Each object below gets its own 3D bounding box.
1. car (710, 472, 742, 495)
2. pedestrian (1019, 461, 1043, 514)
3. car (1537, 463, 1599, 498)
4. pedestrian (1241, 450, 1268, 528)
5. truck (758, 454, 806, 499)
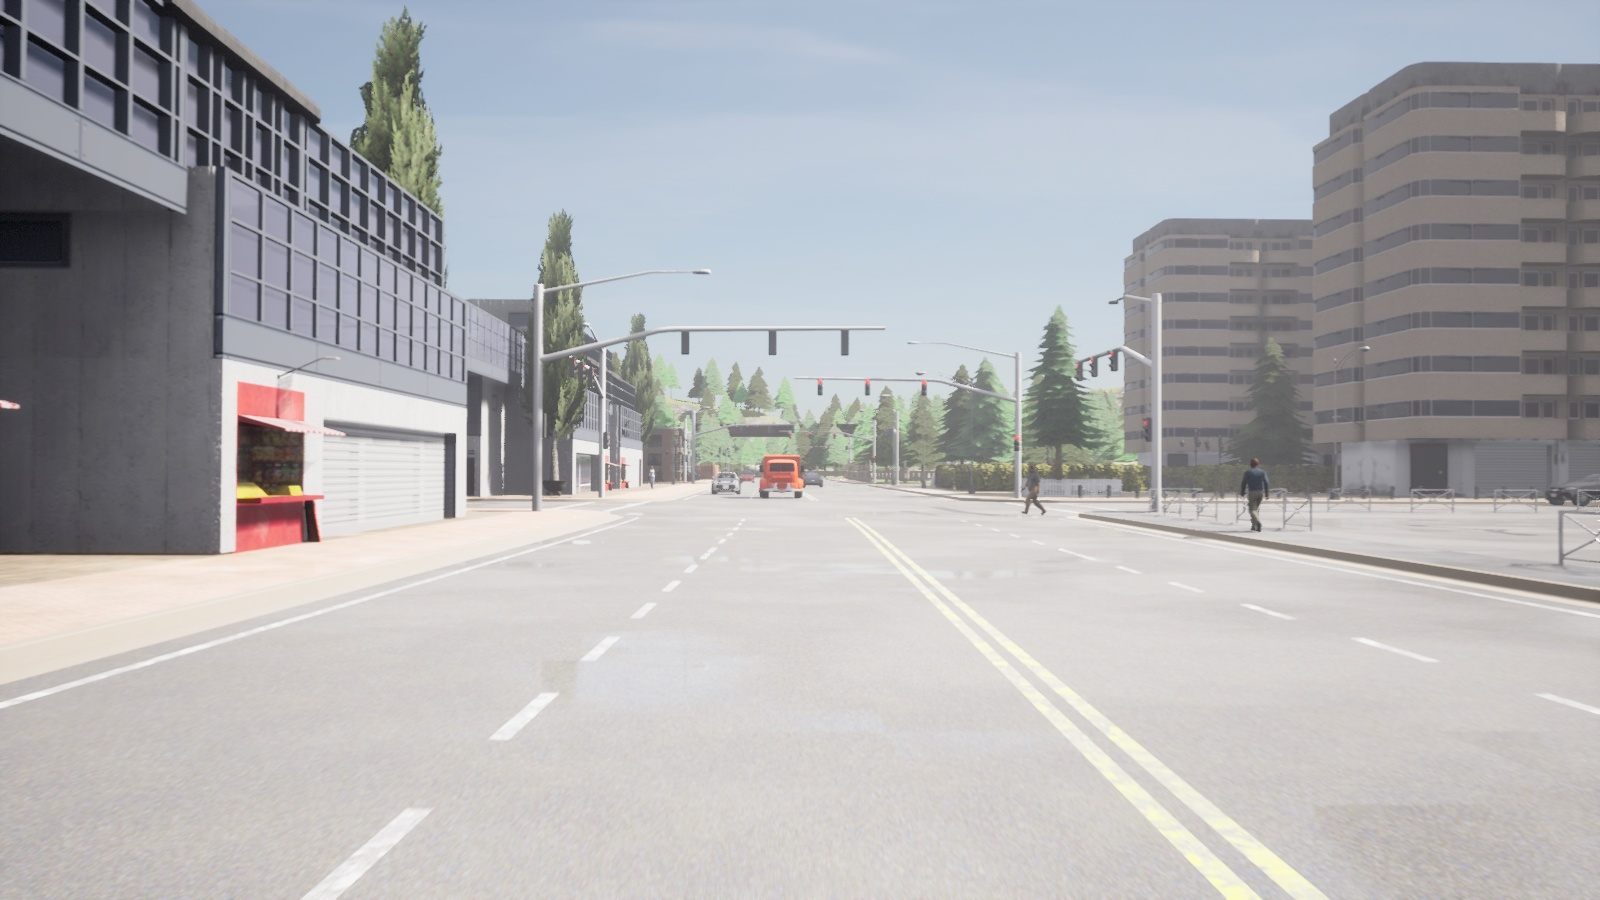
[{"bbox_3d":[-4.838,2.185,82.751,1.970,1.475,3.806,0,-1,-1],"label":"car"},{"bbox_3d":[8.171,1.318,44.435,0.694,1.848,0.540,0,-1,-8],"label":"pedestrian"},{"bbox_3d":[39.153,1.462,61.358,5.027,1.651,2.152,0,-1,-2],"label":"car"},{"bbox_3d":[10.875,0.933,30.062,0.370,1.835,0.726,0,-1,1],"label":"pedestrian"},{"bbox_3d":[-1.066,1.547,72.141,2.627,2.467,5.204,0,-1,-2],"label":"truck"}]
